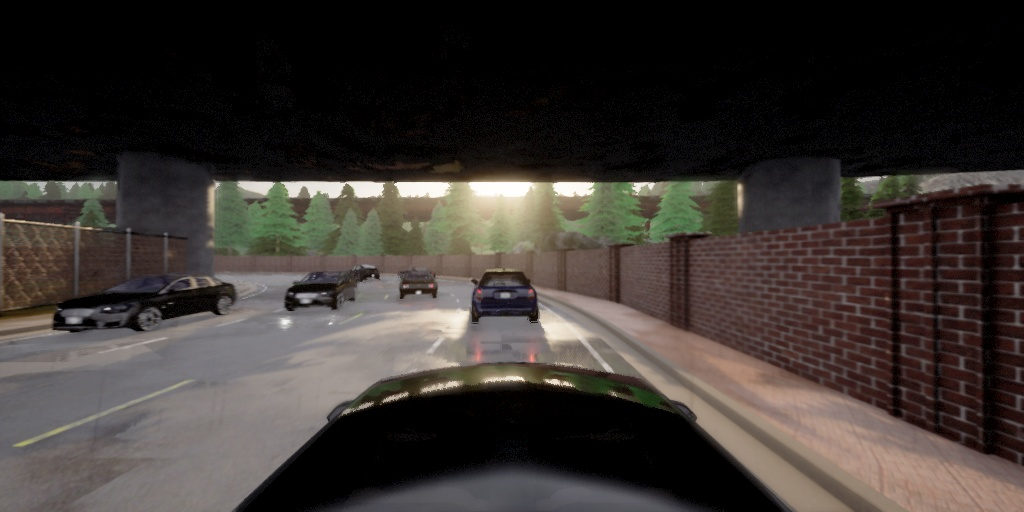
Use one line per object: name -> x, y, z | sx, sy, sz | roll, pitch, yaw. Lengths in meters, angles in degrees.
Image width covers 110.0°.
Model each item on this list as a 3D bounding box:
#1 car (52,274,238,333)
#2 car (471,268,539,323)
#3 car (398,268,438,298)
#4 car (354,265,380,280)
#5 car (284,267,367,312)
car -> -10.905, 1.342, 11.205 | 2.128, 1.511, 4.902 | 0, -1, -5
car -> -0.385, 1.219, 12.834 | 2.097, 1.767, 4.553 | 0, -1, -5
car -> -5.220, 1.542, 19.859 | 1.895, 1.301, 4.718 | 0, -1, -16
car -> -14.731, 1.610, 35.388 | 1.837, 1.490, 4.892 | 2, -2, -45
car -> -7.912, 1.385, 15.289 | 2.128, 1.511, 4.902 | 0, -1, -12
